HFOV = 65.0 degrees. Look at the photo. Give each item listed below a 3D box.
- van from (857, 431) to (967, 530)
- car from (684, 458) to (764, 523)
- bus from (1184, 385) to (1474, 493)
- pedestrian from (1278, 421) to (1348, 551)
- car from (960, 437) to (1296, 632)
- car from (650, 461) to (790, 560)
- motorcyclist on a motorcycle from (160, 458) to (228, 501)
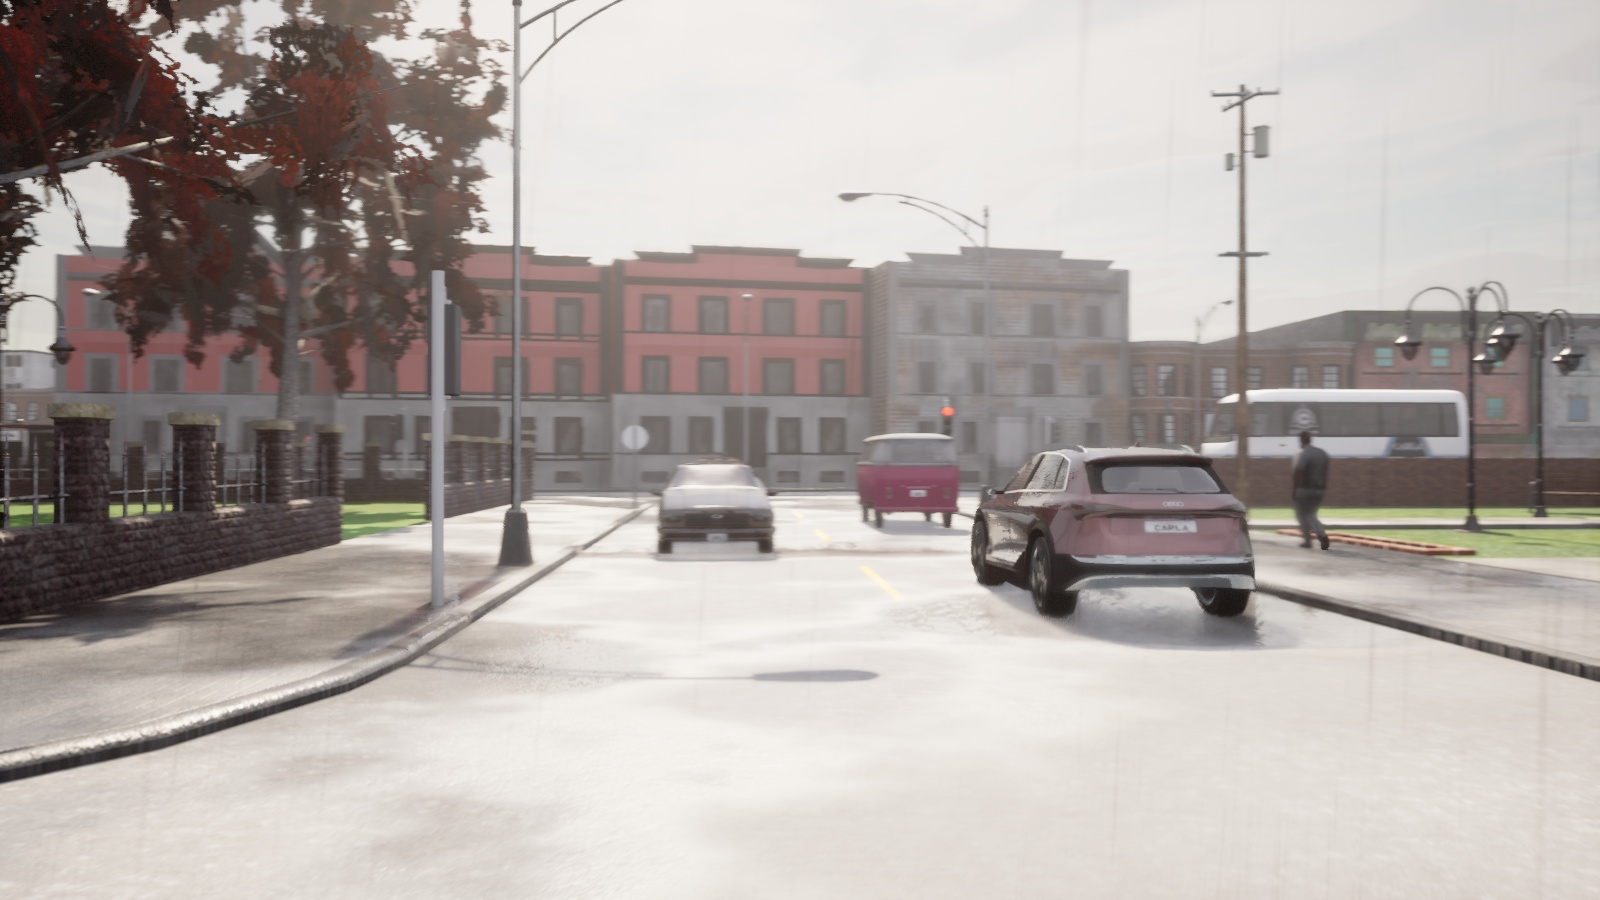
[{"bbox_3d":[2.356,0.629,27.520,1.775,1.987,4.442,0,-1,-3],"label":"van"},{"bbox_3d":[-1.916,0.925,30.727,1.816,1.474,4.193,0,0,-5],"label":"car"},{"bbox_3d":[21.488,-0.443,51.482,10.273,4.253,3.944,0,0,-3],"label":"bus"},{"bbox_3d":[7.648,0.525,18.739,0.563,1.883,0.849,0,0,-14],"label":"pedestrian"},{"bbox_3d":[3.116,0.733,13.160,2.033,1.649,4.856,0,0,-3],"label":"car"},{"bbox_3d":[-1.394,0.907,20.984,2.033,1.411,5.357,0,0,-5],"label":"car"},{"bbox_3d":[-21.807,1.039,45.215,2.044,1.523,0.797,0,0,-3],"label":"motorcyclist on a motorcycle"}]
